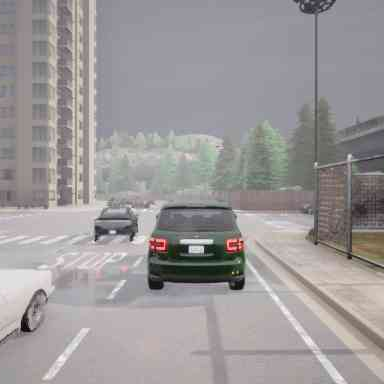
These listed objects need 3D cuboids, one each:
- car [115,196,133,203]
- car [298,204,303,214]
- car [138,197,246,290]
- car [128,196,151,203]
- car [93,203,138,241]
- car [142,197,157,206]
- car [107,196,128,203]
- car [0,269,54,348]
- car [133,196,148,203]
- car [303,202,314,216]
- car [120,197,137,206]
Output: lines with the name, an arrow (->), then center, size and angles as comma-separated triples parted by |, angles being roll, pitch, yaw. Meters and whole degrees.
car -> -14.385, 1.540, 70.041 | 2.033, 1.411, 5.357 | 0, 0, -33
car -> 13.020, 1.407, 33.236 | 4.553, 1.767, 2.097 | 0, 0, 0
car -> 0.122, 1.221, 9.214 | 2.150, 2.045, 5.566 | 0, 0, 1
car -> -7.009, 1.352, 45.805 | 2.097, 1.767, 4.553 | 0, 0, 0
car -> -3.725, 1.503, 16.706 | 2.128, 1.511, 4.902 | 0, 0, -7
car -> -7.168, 1.547, 56.300 | 2.033, 1.411, 5.357 | 0, 0, -3
car -> -10.505, 1.505, 46.189 | 1.837, 1.490, 4.892 | 0, 0, 0
car -> -3.391, 1.601, 3.837 | 1.895, 1.301, 4.718 | 0, 0, 0
car -> -11.070, 1.595, 71.285 | 1.895, 1.301, 4.718 | 0, 0, -28
car -> 12.973, 1.547, 29.738 | 4.902, 1.511, 2.128 | 0, 0, 0
car -> -10.627, 1.547, 56.030 | 2.033, 1.411, 5.357 | 0, 0, -3
